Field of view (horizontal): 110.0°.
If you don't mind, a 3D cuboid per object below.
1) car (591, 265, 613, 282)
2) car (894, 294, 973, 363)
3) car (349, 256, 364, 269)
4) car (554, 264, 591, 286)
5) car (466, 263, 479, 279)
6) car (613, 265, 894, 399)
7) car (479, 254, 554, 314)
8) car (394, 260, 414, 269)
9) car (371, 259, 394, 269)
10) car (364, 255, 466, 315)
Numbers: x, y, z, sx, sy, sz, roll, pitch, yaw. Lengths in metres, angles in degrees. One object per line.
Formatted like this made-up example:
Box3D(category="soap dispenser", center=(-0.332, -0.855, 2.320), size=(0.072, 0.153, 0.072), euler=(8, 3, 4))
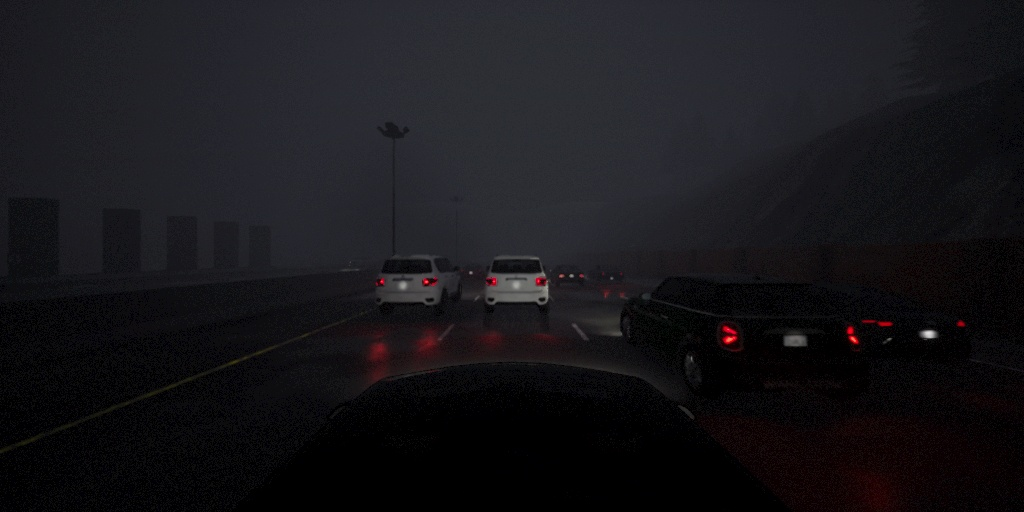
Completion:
Box3D(category="car", center=(7.242, 1.322, 28.203), size=(1.895, 1.301, 4.718), euler=(0, 0, 0))
Box3D(category="car", center=(7.110, 1.298, 8.104), size=(1.994, 1.385, 4.181), euler=(0, 0, 1))
Box3D(category="car", center=(-24.786, 0.982, 59.125), size=(2.150, 2.045, 5.566), euler=(0, 0, 0))
Box3D(category="car", center=(3.726, 1.277, 24.738), size=(2.033, 1.411, 5.357), euler=(0, 0, 0))
Box3D(category="car", center=(-3.268, 1.303, 30.472), size=(1.994, 1.385, 4.181), euler=(0, 0, 0))
Box3D(category="car", center=(3.597, 1.092, 6.652), size=(2.097, 1.767, 4.553), euler=(0, 0, 1))
Box3D(category="car", center=(0.162, 0.964, 13.833), size=(2.150, 2.045, 5.566), euler=(0, 0, 0))
Box3D(category="car", center=(-17.805, 1.311, 59.362), size=(1.994, 1.385, 4.181), euler=(0, 0, 0))
Box3D(category="car", center=(-21.300, 1.247, 59.255), size=(2.128, 1.511, 4.902), euler=(0, 0, 0))
Box3D(category="car", center=(-3.339, 0.971, 13.749), size=(2.150, 2.045, 5.566), euler=(0, 0, 0))
